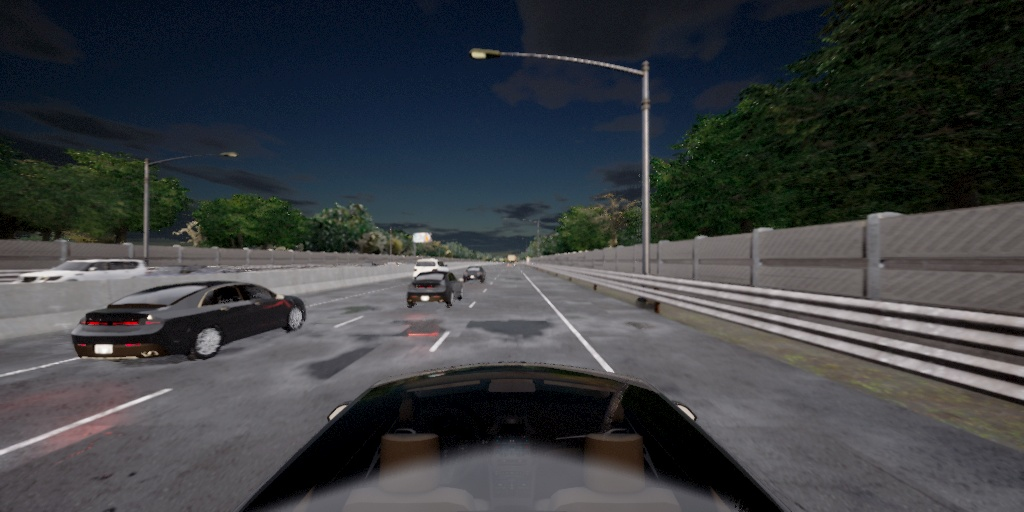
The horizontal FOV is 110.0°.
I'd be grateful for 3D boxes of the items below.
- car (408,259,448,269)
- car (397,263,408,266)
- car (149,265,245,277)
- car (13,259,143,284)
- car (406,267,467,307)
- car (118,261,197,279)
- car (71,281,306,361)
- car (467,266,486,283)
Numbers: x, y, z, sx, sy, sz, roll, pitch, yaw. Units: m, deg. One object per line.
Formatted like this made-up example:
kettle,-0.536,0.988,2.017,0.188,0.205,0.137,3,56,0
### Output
car,-6.915,1.319,31.109,2.150,2.045,5.566,0,-1,0
car,-17.567,1.938,61.780,2.128,1.511,4.902,0,-1,1
car,-17.610,1.472,21.032,2.128,1.511,4.902,0,-1,0
car,-24.610,1.201,20.945,2.150,2.045,5.566,0,-1,0
car,-3.408,1.432,16.471,1.837,1.490,4.892,0,-1,0
car,-21.109,1.350,22.561,2.097,1.767,4.553,0,-1,0
car,-6.911,1.339,8.499,1.837,1.490,4.892,0,0,0
car,-3.417,1.645,33.083,1.812,1.442,4.674,0,-1,0
